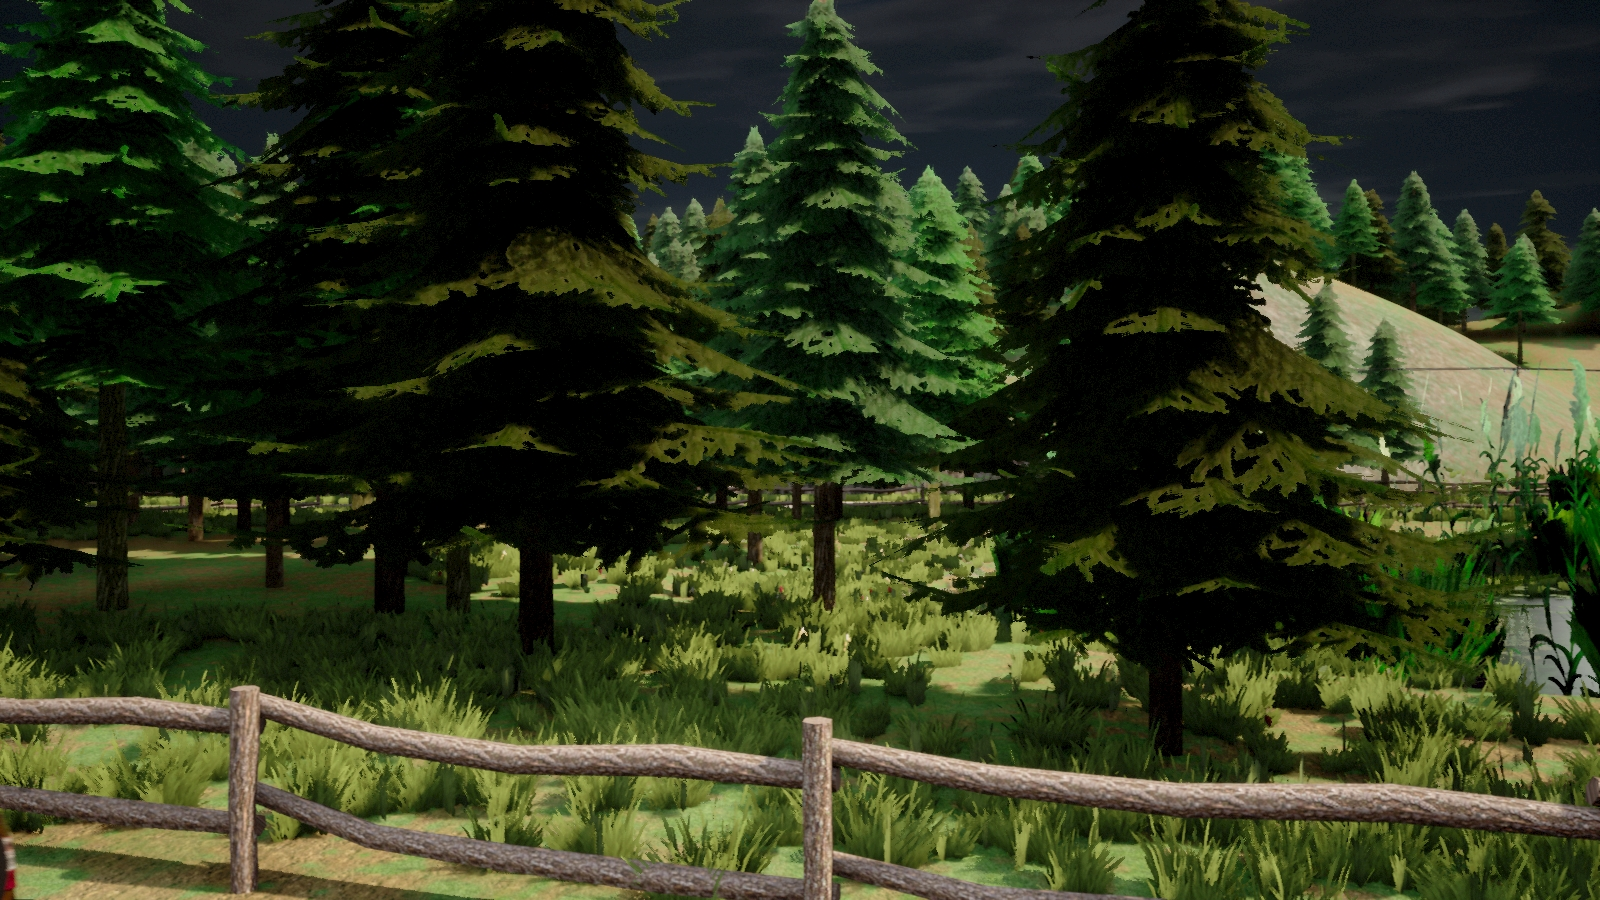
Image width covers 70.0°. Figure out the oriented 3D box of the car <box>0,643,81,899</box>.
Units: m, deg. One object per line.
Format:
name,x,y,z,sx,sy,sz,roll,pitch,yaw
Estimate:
car,-5.839,1.831,5.025,4.605,1.855,1.932,1,0,16
